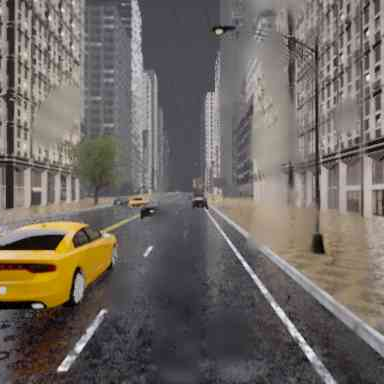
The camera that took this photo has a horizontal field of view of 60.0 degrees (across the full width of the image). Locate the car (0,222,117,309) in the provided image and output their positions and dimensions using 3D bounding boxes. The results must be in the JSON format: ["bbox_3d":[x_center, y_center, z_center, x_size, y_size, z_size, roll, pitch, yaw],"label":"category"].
[{"bbox_3d":[-3.138,1.447,7.903,1.882,1.535,5.008,0,0,0],"label":"car"}]

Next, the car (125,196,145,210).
[{"bbox_3d":[-6.590,1.319,41.253,1.882,1.535,5.008,0,0,0],"label":"car"}]

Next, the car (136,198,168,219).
[{"bbox_3d":[-3.149,1.455,28.082,1.994,1.385,4.181,0,0,0],"label":"car"}]

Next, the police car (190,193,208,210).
[{"bbox_3d":[0.975,1.267,41.083,1.930,1.638,5.238,0,0,0],"label":"police car"}]

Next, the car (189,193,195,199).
[{"bbox_3d":[0.001,1.126,93.133,1.882,1.535,5.008,0,0,0],"label":"car"}]

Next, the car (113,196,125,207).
[{"bbox_3d":[-9.826,1.313,46.984,2.128,1.511,4.902,0,0,0],"label":"car"}]

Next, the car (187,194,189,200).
[{"bbox_3d":[0.001,0.916,75.155,2.097,1.767,4.553,0,0,0],"label":"car"}]
